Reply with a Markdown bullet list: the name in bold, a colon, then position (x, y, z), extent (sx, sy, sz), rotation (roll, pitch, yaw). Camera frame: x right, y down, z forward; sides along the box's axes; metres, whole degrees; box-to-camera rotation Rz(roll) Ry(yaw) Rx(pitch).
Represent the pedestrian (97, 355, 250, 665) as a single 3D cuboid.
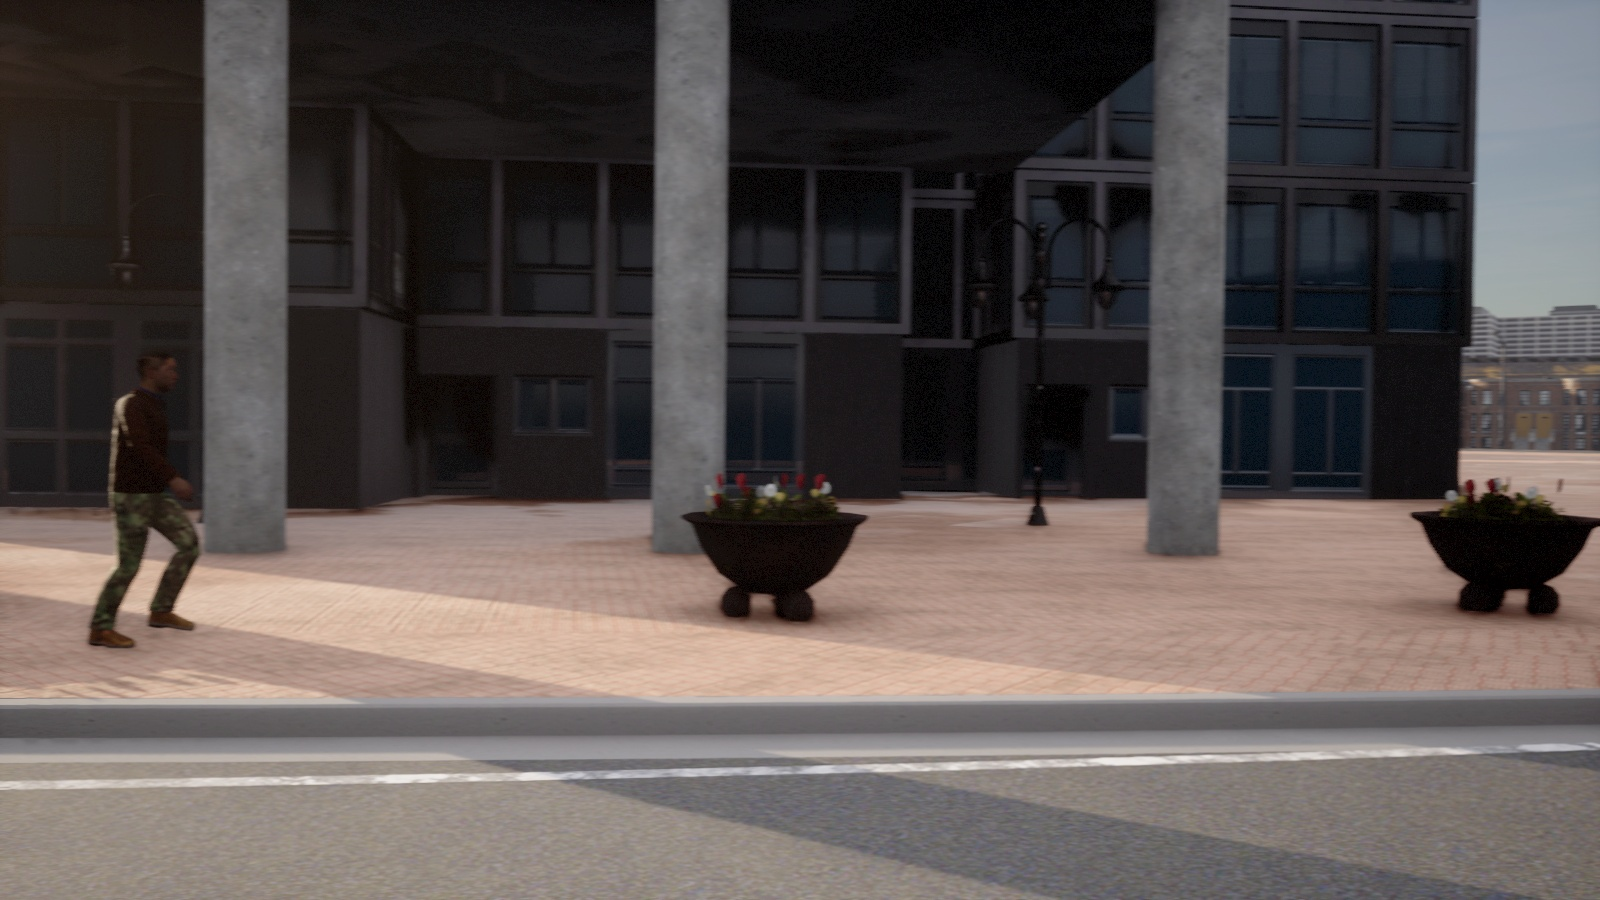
- **pedestrian**: position (-3.821, 0.350, 7.693), extent (0.703, 1.840, 0.431), rotation (-1, 1, -7)
